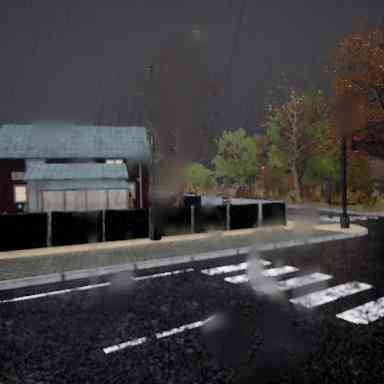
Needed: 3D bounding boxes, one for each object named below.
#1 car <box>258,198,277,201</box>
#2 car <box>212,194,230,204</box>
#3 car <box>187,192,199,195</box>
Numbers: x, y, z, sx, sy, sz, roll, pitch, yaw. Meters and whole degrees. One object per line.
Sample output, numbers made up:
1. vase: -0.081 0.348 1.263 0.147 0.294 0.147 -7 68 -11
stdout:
1. car: 8.020 1.324 35.618 1.994 1.385 4.181 -2 1 -15
2. car: 4.226 1.116 50.178 2.128 1.511 4.902 -2 1 -14
3. car: 0.082 0.776 66.385 1.837 1.490 4.892 -2 1 -15
